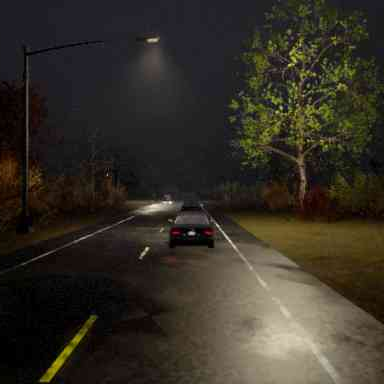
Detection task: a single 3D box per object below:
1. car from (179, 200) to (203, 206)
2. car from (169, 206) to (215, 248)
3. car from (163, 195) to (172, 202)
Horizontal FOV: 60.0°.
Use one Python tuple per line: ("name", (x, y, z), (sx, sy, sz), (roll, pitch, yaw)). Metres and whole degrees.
("car", (-0.078, 1.515, 29.659), (1.837, 1.490, 4.892), (0, 0, 0))
("car", (-0.017, 1.561, 14.655), (2.033, 1.411, 5.357), (0, 0, 0))
("car", (-5.673, 1.464, 77.231), (2.128, 1.511, 4.902), (0, 0, -8))
